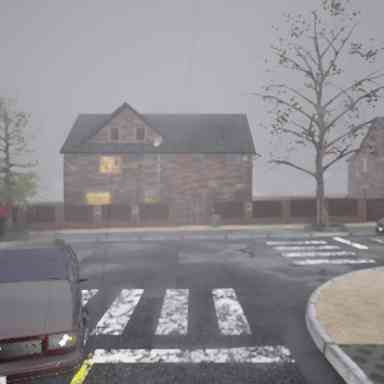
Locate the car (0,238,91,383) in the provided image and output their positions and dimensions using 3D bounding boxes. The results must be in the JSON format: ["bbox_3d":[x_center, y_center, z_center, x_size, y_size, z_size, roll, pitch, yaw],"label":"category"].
[{"bbox_3d":[-2.910,1.580,5.884,2.033,1.411,5.357,0,-1,-19],"label":"car"}]

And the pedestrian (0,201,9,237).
[{"bbox_3d":[-9.640,1.330,16.727,0.375,1.860,0.375,0,2,0],"label":"pedestrian"}]

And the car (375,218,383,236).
[{"bbox_3d":[10.265,1.255,13.843,4.892,1.490,1.837,-1,1,0],"label":"car"}]
